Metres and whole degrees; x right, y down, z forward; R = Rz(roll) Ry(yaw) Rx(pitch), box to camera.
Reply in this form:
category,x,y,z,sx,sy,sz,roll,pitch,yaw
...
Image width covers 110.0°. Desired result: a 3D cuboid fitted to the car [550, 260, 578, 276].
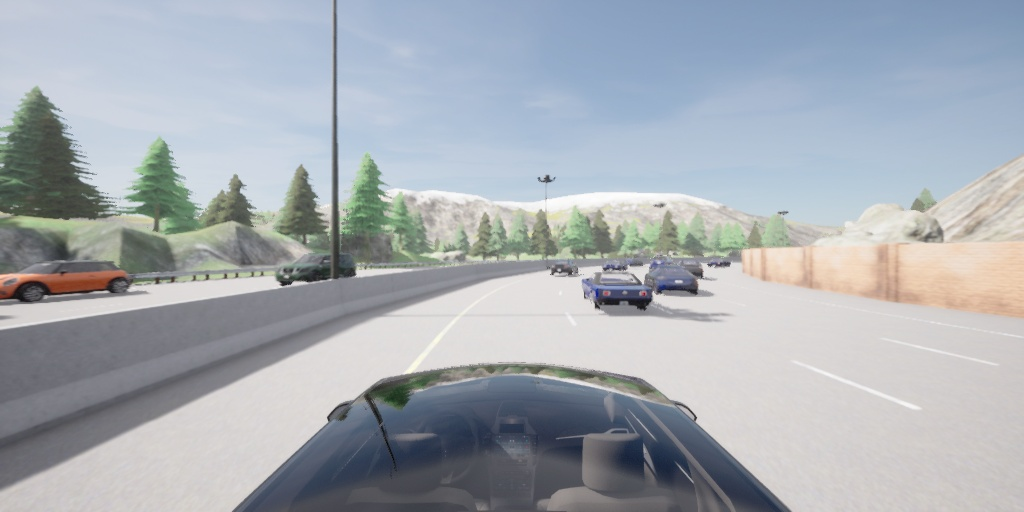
category,x,y,z,sx,sy,sz,roll,pitch,yaw
car,4.965,1.061,33.641,1.812,1.442,4.674,0,0,21

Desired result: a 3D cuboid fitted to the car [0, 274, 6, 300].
category,x,y,z,sx,sy,sz,roll,pitch,yaw
car,-17.385,1.263,9.438,1.994,1.385,4.181,0,0,2

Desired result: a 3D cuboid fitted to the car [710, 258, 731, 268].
category,x,y,z,sx,sy,sz,roll,pitch,yaw
car,30.231,1.011,52.169,4.718,1.301,1.895,0,0,-42

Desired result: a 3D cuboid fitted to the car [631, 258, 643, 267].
category,x,y,z,sx,sy,sz,roll,pitch,yaw
car,18.708,0.951,55.430,1.994,1.385,4.181,0,0,43

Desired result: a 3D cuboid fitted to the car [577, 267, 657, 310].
category,x,y,z,sx,sy,sz,roll,pitch,yaw
car,3.909,1.267,14.151,1.895,1.301,4.718,0,0,4

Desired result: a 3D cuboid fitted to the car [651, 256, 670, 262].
category,x,y,z,sx,sy,sz,roll,pitch,yaw
car,18.082,0.824,43.006,2.097,1.767,4.553,0,1,34

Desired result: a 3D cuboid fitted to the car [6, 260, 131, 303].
category,x,y,z,sx,sy,sz,roll,pitch,yaw
car,-20.486,1.005,16.162,2.097,1.767,4.553,0,0,6

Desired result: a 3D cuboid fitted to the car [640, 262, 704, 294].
category,x,y,z,sx,sy,sz,roll,pitch,yaw
car,8.413,1.196,19.229,1.994,1.385,4.181,0,0,11

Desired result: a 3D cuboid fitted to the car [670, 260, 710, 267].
category,x,y,z,sx,sy,sz,roll,pitch,yaw
car,14.716,1.051,29.874,2.128,1.511,4.902,0,0,21

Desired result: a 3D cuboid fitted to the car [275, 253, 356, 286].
category,x,y,z,sx,sy,sz,roll,pitch,yaw
car,-12.555,0.826,23.463,2.150,2.045,5.566,0,0,10

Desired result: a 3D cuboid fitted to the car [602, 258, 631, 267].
category,x,y,z,sx,sy,sz,roll,pitch,yaw
car,11.241,1.101,38.878,1.895,1.301,4.718,0,0,29
